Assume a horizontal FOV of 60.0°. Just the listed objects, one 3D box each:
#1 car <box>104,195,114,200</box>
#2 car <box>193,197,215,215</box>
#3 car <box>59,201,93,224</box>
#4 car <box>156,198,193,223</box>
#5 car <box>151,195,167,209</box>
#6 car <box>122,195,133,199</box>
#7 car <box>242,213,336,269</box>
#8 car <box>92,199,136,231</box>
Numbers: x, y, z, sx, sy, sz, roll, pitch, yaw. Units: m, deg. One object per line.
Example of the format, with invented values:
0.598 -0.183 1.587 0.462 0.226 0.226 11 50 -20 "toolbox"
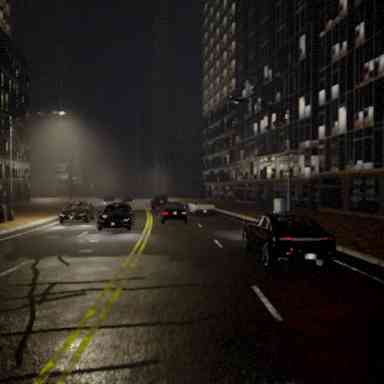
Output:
-16.143 1.311 65.058 1.895 1.301 4.718 0 0 -13 "car"
0.850 1.442 32.106 1.895 1.301 4.718 0 0 -8 "car"
-8.121 1.418 23.930 1.837 1.490 4.892 0 0 -7 "car"
-1.414 1.439 24.391 2.033 1.411 5.357 0 0 -7 "car"
-3.925 1.159 40.732 2.097 1.767 4.553 0 0 -10 "car"
-11.722 1.272 60.398 2.033 1.411 5.357 0 0 -13 "car"
2.951 1.439 11.029 2.128 1.511 4.902 0 0 -3 "car"
-4.435 1.426 19.969 1.837 1.490 4.892 0 0 -6 "car"
